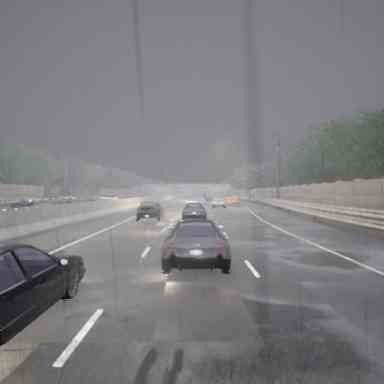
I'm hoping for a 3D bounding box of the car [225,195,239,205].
[{"bbox_3d":[7.241,1.537,58.623,1.882,1.535,5.008,0,0,3],"label":"car"}]

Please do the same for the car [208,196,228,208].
[{"bbox_3d":[3.759,1.632,48.979,1.895,1.301,4.718,0,0,1],"label":"car"}]

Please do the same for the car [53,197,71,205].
[{"bbox_3d":[-20.732,1.592,54.188,2.033,1.411,5.357,0,0,1],"label":"car"}]

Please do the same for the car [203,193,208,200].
[{"bbox_3d":[4.190,1.653,80.888,1.812,1.442,4.674,0,0,1],"label":"car"}]

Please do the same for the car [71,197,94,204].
[{"bbox_3d":[-17.236,1.592,54.155,2.033,1.411,5.357,0,0,1],"label":"car"}]

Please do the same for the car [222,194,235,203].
[{"bbox_3d":[7.502,1.306,68.800,2.097,1.767,4.553,0,0,1],"label":"car"}]

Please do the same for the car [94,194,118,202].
[{"bbox_3d":[-13.738,1.267,54.463,2.150,2.045,5.566,0,0,1],"label":"car"}]

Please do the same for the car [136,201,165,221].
[{"bbox_3d":[-3.316,1.519,26.975,1.837,1.490,4.892,0,0,0],"label":"car"}]

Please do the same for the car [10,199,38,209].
[{"bbox_3d":[-23.634,1.631,46.863,1.895,1.301,4.718,0,0,-2],"label":"car"}]

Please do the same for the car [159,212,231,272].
[{"bbox_3d":[0.117,1.569,10.781,1.994,1.385,4.181,0,0,0],"label":"car"}]

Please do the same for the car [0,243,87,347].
[{"bbox_3d":[-3.394,1.550,5.365,2.033,1.411,5.357,0,0,0],"label":"car"}]

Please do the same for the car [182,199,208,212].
[{"bbox_3d":[0.187,1.578,27.437,1.994,1.385,4.181,0,0,0],"label":"car"}]
